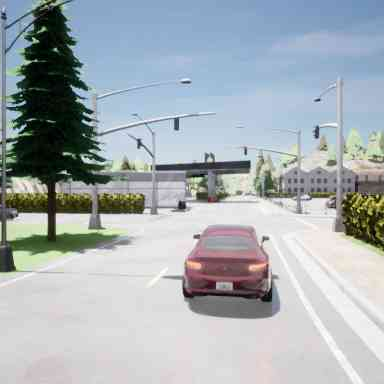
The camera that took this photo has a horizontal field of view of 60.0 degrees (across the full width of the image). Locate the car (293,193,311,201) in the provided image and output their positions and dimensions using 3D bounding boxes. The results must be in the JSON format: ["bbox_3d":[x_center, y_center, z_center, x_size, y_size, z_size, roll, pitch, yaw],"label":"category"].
[{"bbox_3d":[26.042,1.077,79.052,3.866,1.878,1.905,0,0,9],"label":"car"}]

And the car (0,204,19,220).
[{"bbox_3d":[-16.205,1.491,26.282,4.902,1.511,2.128,0,0,9],"label":"car"}]

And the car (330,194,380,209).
[{"bbox_3d":[19.087,1.339,38.929,4.514,1.523,2.007,0,0,9],"label":"car"}]

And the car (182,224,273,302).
[{"bbox_3d":[0.941,1.526,8.249,1.812,1.442,4.674,0,0,9],"label":"car"}]

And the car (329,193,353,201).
[{"bbox_3d":[33.290,1.097,74.560,4.605,1.855,1.932,0,0,9],"label":"car"}]

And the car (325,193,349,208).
[{"bbox_3d":[19.533,1.330,42.034,5.027,1.636,2.152,0,0,9],"label":"car"}]

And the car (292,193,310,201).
[{"bbox_3d":[24.912,1.361,75.867,3.806,1.475,1.970,0,0,9],"label":"car"}]
